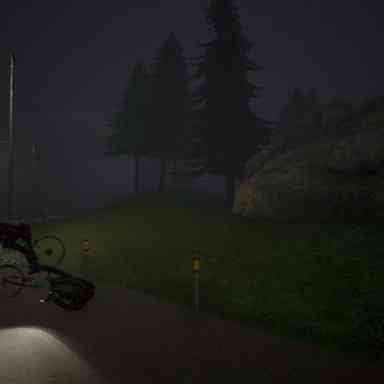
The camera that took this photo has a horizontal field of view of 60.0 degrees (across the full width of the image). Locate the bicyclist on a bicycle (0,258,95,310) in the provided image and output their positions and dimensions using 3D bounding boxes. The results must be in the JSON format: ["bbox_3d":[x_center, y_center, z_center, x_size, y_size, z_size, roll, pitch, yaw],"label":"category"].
[{"bbox_3d":[-2.373,1.764,6.093,1.620,0.582,1.656,6,-11,36],"label":"bicyclist on a bicycle"}]

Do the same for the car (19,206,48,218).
[{"bbox_3d":[-20.800,2.644,43.857,2.128,1.511,4.902,2,-3,2],"label":"car"}]

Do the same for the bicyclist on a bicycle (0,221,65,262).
[{"bbox_3d":[-3.672,1.162,6.845,1.656,1.620,0.582,-38,8,-25],"label":"bicyclist on a bicycle"}]
